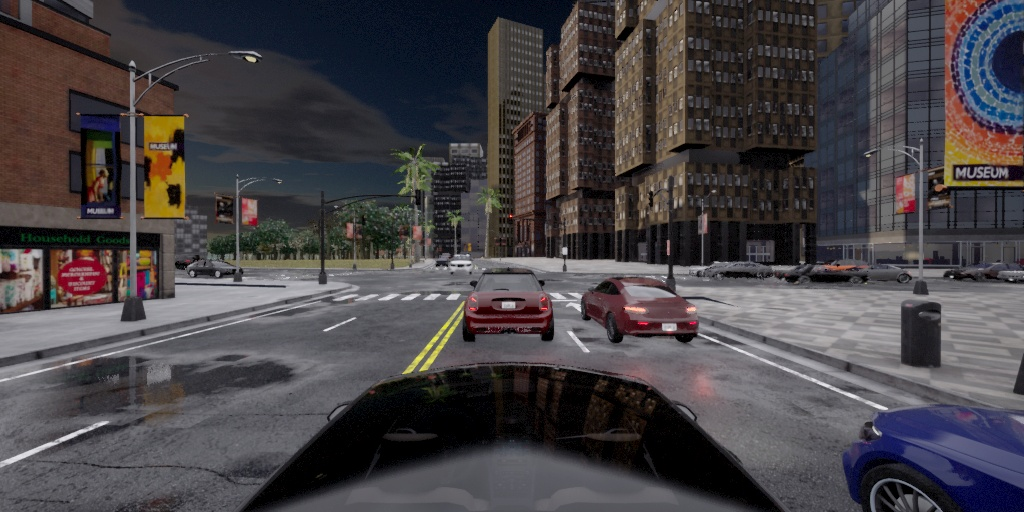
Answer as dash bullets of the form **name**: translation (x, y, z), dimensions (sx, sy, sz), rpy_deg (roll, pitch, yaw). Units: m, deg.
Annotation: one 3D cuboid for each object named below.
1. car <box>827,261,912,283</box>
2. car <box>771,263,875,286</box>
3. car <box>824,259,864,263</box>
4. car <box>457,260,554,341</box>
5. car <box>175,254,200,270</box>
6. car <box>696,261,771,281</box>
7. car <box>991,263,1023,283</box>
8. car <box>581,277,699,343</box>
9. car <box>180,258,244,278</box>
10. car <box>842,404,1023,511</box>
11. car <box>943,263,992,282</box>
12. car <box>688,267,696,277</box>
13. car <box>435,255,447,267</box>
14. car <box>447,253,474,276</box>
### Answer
- **car**: translation (26.554, 1.258, 26.553), dimensions (4.181, 1.385, 1.994), rpy_deg (0, 0, 13)
- **car**: translation (20.916, 1.306, 24.320), dimensions (4.718, 1.301, 1.895), rpy_deg (0, 0, 13)
- **car**: translation (26.971, 1.032, 29.789), dimensions (4.553, 1.767, 2.097), rpy_deg (0, 0, 13)
- **car**: translation (-0.122, 1.101, 10.014), dimensions (2.097, 1.767, 4.553), rpy_deg (0, 0, -1)
- **car**: translation (-42.797, 0.789, 46.176), dimensions (5.566, 2.045, 2.150), rpy_deg (0, 0, 13)
- **car**: translation (17.873, 1.180, 28.601), dimensions (4.902, 1.511, 2.128), rpy_deg (0, 0, 13)
- **car**: translation (36.539, 1.304, 24.189), dimensions (4.718, 1.301, 1.895), rpy_deg (0, 0, 14)
- **car**: translation (3.137, 1.274, 9.578), dimensions (1.812, 1.442, 4.674), rpy_deg (0, 0, -1)
- **car**: translation (-26.586, 1.154, 32.121), dimensions (4.892, 1.490, 1.837), rpy_deg (0, 0, 13)
- **car**: translation (3.319, 1.276, 0.624), dimensions (1.812, 1.442, 4.674), rpy_deg (0, 0, 0)
- **car**: translation (36.981, 1.236, 27.425), dimensions (5.357, 1.411, 2.033), rpy_deg (0, 0, 13)
- **car**: translation (18.243, 1.201, 31.854), dimensions (4.674, 1.442, 1.812), rpy_deg (0, 0, 13)
- **car**: translation (-10.547, 0.959, 54.919), dimensions (2.033, 1.411, 5.357), rpy_deg (0, 1, -5)
- **car**: translation (-5.153, 0.882, 36.861), dimensions (2.150, 2.045, 5.566), rpy_deg (0, 0, -5)
